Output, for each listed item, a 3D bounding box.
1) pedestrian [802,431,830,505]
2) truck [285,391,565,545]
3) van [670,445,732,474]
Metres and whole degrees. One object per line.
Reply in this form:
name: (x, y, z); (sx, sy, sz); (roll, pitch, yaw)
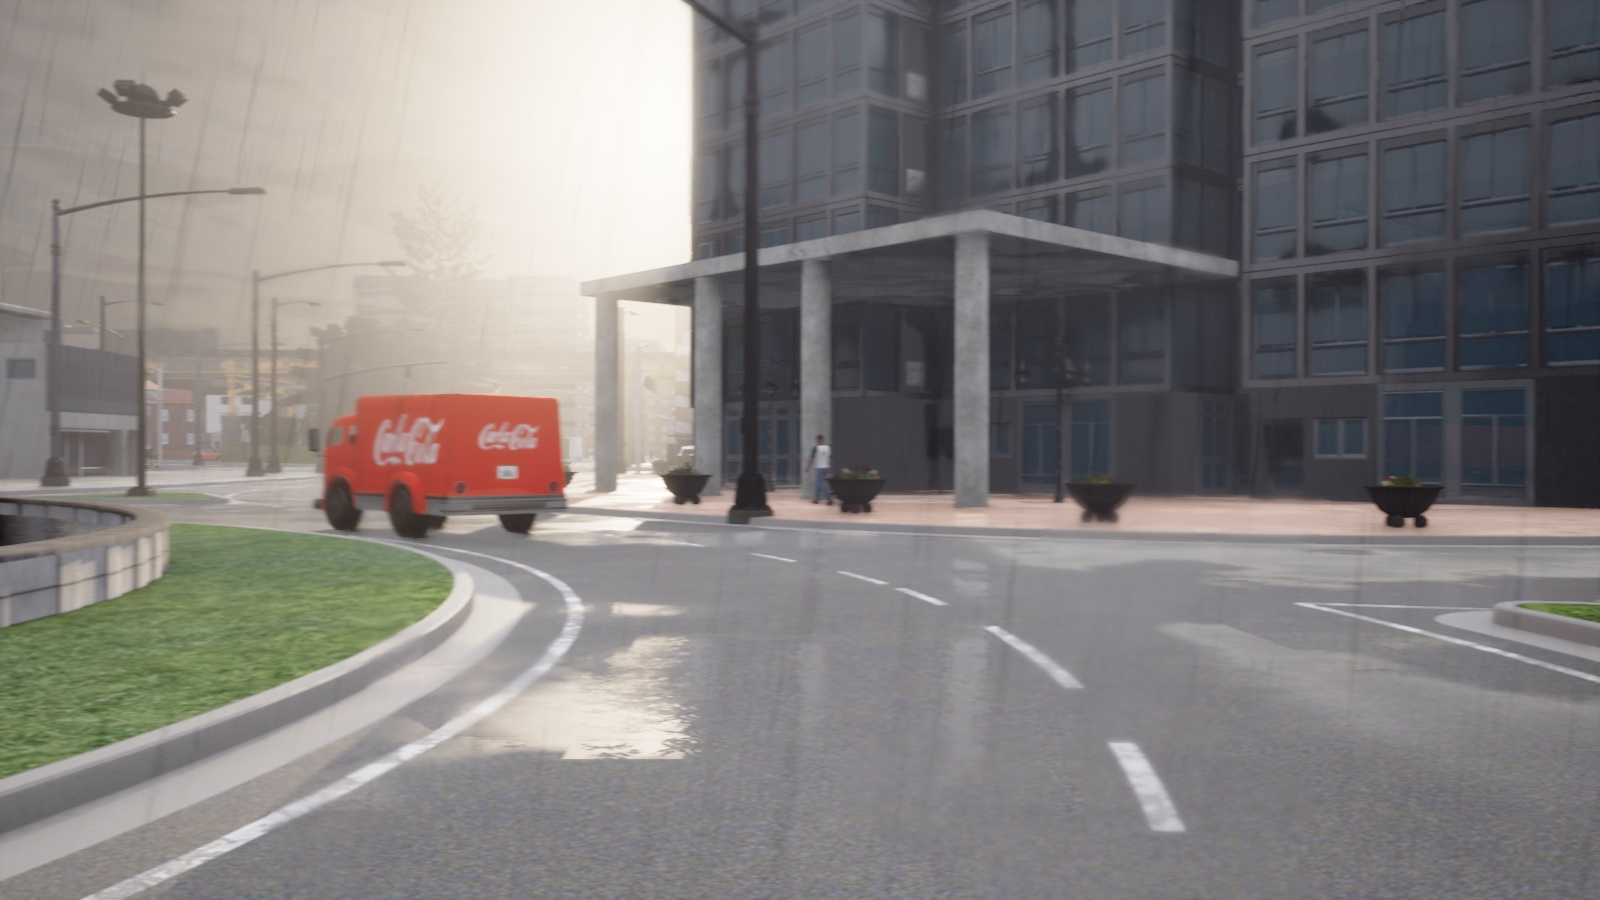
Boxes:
pedestrian: (0.393, 0.444, 31.299); (0.354, 1.836, 0.706); (0, 0, -36)
truck: (-6.934, 0.295, 22.899); (5.204, 2.467, 2.627); (0, 0, 43)
van: (-7.331, 0.687, 93.238); (4.480, 2.038, 2.069); (-1, 0, -2)
